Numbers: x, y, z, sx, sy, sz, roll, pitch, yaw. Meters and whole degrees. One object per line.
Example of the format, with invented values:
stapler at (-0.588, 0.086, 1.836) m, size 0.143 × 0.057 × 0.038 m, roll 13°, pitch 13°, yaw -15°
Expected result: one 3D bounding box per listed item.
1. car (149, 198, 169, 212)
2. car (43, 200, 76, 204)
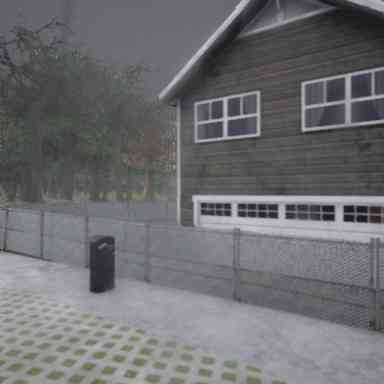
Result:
car at (-3.218, 1.387, 32.491) m, size 4.902 × 1.511 × 2.128 m, roll 0°, pitch 0°, yaw -32°
car at (-11.386, 1.402, 27.462) m, size 4.902 × 1.511 × 2.128 m, roll 0°, pitch 0°, yaw -33°
